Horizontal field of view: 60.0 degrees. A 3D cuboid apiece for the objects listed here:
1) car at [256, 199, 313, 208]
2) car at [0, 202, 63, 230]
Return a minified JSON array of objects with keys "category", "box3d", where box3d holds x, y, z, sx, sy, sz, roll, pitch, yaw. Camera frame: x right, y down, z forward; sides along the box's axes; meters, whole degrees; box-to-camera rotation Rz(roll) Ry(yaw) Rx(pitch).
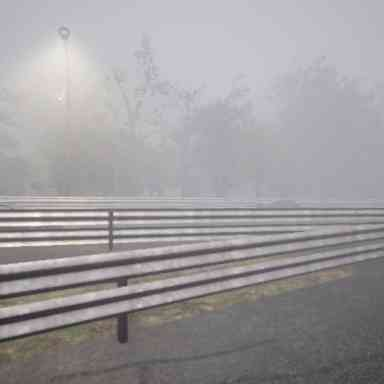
[{"category":"car","box3d":[6.940,1.248,24.782,4.674,1.442,1.812,1,0,-19]},{"category":"car","box3d":[-7.142,1.086,12.709,4.181,1.385,1.994,1,0,-18]}]
